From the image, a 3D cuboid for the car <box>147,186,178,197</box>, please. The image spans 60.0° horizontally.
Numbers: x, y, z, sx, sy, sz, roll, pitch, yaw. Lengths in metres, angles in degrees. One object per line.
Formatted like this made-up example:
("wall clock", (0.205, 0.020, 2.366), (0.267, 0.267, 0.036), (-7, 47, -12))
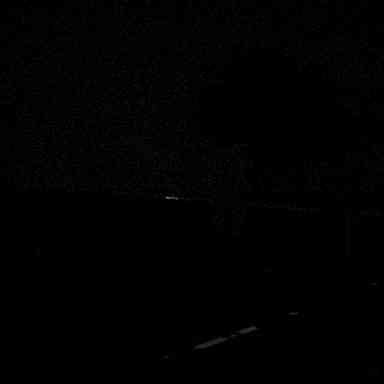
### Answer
("car", (-3.914, -0.091, 43.431), (2.033, 1.411, 5.357), (2, 0, -35))
